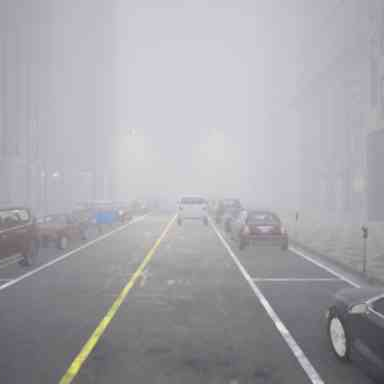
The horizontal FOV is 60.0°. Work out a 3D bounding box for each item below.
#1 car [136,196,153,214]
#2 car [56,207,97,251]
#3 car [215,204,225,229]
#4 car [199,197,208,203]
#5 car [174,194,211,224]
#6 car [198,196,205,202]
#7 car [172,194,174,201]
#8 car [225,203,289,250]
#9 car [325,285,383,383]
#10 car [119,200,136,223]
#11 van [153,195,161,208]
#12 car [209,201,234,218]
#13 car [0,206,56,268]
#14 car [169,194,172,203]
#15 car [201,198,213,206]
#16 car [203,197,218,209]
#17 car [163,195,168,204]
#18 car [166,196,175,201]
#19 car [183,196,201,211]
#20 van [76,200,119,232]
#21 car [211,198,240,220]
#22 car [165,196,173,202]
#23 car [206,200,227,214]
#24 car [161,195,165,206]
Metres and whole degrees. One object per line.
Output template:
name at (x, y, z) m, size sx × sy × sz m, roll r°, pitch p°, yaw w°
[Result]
car at (-5.851, 1.526, 36.908) m, size 1.967 × 1.590 × 4.097 m, roll 0°, pitch 0°, yaw 0°
car at (-5.797, 1.579, 14.361) m, size 1.887 × 1.381 × 4.507 m, roll 0°, pitch 0°, yaw 0°
car at (2.715, 1.610, 20.027) m, size 1.947 × 1.339 × 4.313 m, roll 0°, pitch 0°, yaw 0°
car at (2.581, 1.764, 76.390) m, size 1.802 × 1.307 × 4.206 m, roll 0°, pitch 0°, yaw 0°
car at (0.041, 1.279, 25.119) m, size 2.150 × 2.045 × 5.566 m, roll 0°, pitch 0°, yaw 0°
car at (2.555, 1.795, 87.663) m, size 1.802 × 1.307 × 4.206 m, roll 0°, pitch 0°, yaw 0°
car at (-5.945, 1.500, 76.365) m, size 2.192 × 1.841 × 5.009 m, roll 0°, pitch 0°, yaw 0°
car at (2.728, 1.472, 14.391) m, size 1.967 × 1.590 × 4.097 m, roll 0°, pitch 0°, yaw 0°
car at (2.755, 1.557, 3.119) m, size 2.008 × 1.369 × 4.403 m, roll 0°, pitch 0°, yaw 0°
car at (-5.824, 1.500, 25.635) m, size 1.967 × 1.590 × 4.097 m, roll 0°, pitch 0°, yaw 0°
van at (-5.878, 1.452, 48.181) m, size 1.690 × 1.788 × 3.998 m, roll 0°, pitch 0°, yaw 0°
car at (2.688, 1.614, 31.300) m, size 1.887 × 1.381 × 4.507 m, roll 0°, pitch 0°, yaw 0°
car at (-5.785, 1.337, 8.724) m, size 2.192 × 1.841 × 5.009 m, roll 0°, pitch 0°, yaw 0°
car at (-5.931, 1.610, 70.727) m, size 1.967 × 1.590 × 4.097 m, roll 0°, pitch 0°, yaw 0°
car at (2.621, 1.702, 59.481) m, size 1.947 × 1.339 × 4.313 m, roll 0°, pitch 0°, yaw 0°
car at (2.648, 1.548, 48.208) m, size 1.967 × 1.590 × 4.097 m, roll 0°, pitch 0°, yaw 0°
car at (-5.904, 1.690, 59.454) m, size 2.008 × 1.369 × 4.403 m, roll 0°, pitch 0°, yaw 0°
car at (-5.984, 1.783, 93.273) m, size 2.008 × 1.369 × 4.403 m, roll 0°, pitch 0°, yaw 0°
car at (0.000, 1.449, 42.887) m, size 2.097 × 1.767 × 4.553 m, roll 0°, pitch 0°, yaw 0°
van at (-5.811, 1.388, 19.998) m, size 1.690 × 1.788 × 3.998 m, roll 0°, pitch 0°, yaw 0°
car at (2.701, 1.372, 25.665) m, size 2.192 × 1.841 × 5.009 m, roll 0°, pitch 0°, yaw 0°
car at (-5.970, 1.782, 87.637) m, size 1.947 × 1.339 × 4.313 m, roll 0°, pitch 0°, yaw 0°
car at (2.675, 1.648, 36.936) m, size 1.947 × 1.339 × 4.313 m, roll 0°, pitch 0°, yaw 0°
car at (-5.890, 1.650, 53.648) m, size 1.752 × 1.417 × 4.829 m, roll 0°, pitch 0°, yaw 0°
